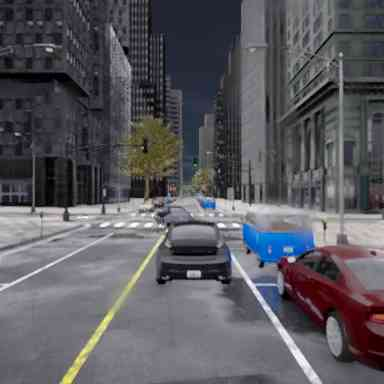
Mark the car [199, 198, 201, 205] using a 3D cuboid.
[{"bbox_3d":[2.589,2.018,54.732,1.947,1.339,4.313,0,-1,0],"label":"car"}]

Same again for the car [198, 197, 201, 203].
[{"bbox_3d":[2.572,2.044,60.145,1.887,1.381,4.507,0,-1,0],"label":"car"}]

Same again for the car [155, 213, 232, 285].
[{"bbox_3d":[0.043,1.581,9.713,1.837,1.490,4.892,0,-1,0],"label":"car"}]

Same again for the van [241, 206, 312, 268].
[{"bbox_3d":[2.745,1.431,11.338,1.690,1.788,3.998,0,0,0],"label":"van"}]

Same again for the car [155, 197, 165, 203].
[{"bbox_3d":[-5.935,1.995,54.474,1.887,1.381,4.507,0,0,0],"label":"car"}]

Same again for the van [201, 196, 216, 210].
[{"bbox_3d":[2.608,1.746,49.321,1.690,1.788,3.998,0,0,0],"label":"van"}]

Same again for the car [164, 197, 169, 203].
[{"bbox_3d":[-5.951,1.811,59.764,2.192,1.841,5.009,0,0,0],"label":"car"}]

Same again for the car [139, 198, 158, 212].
[{"bbox_3d":[-5.906,1.883,43.724,1.752,1.417,4.829,0,0,0],"label":"car"}]

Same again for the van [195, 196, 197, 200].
[{"bbox_3d":[2.467,2.136,92.625,1.690,1.788,3.998,0,-1,0],"label":"van"}]

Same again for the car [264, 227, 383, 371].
[{"bbox_3d":[2.761,1.591,5.811,1.887,1.381,4.507,0,0,0],"label":"car"}]

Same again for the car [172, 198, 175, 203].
[{"bbox_3d":[-6.038,2.302,86.205,1.947,1.339,4.313,0,-1,0],"label":"car"}]

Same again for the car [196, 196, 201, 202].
[{"bbox_3d":[2.537,2.147,70.971,2.008,1.369,4.403,0,-1,0],"label":"car"}]

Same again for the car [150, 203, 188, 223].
[{"bbox_3d":[-1.419,1.756,24.256,1.994,1.385,4.181,0,0,-19],"label":"car"}]

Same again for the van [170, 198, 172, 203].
[{"bbox_3d":[-6.003,1.980,75.630,1.690,1.788,3.998,0,-1,0],"label":"van"}]
